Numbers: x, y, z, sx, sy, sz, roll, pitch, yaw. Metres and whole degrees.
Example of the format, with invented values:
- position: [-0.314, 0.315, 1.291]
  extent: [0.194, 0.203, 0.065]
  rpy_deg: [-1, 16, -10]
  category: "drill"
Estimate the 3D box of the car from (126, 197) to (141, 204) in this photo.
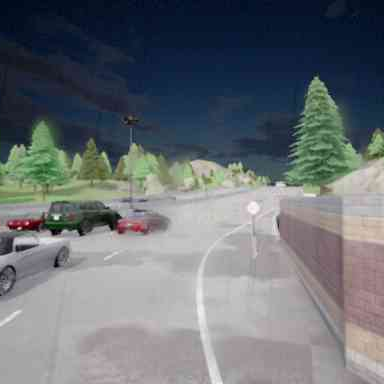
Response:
- position: [-11.632, 1.756, 71.190]
  extent: [1.812, 1.442, 4.674]
  rpy_deg: [-1, 1, 19]
  category: "car"

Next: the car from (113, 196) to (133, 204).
- position: [-14.948, 1.818, 72.309]
  extent: [2.128, 1.511, 4.902]
  rpy_deg: [-1, 1, 19]
  category: "car"

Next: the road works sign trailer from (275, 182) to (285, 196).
- position: [21.982, -0.710, 83.050]
  extent: [2.380, 3.560, 2.880]
  rpy_deg: [2, -1, 19]
  category: "road works sign trailer"

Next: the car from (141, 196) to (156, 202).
- position: [-8.317, 1.671, 70.070]
  extent: [1.837, 1.490, 4.892]
  rpy_deg: [-1, 1, 19]
  category: "car"

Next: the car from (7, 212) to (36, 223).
- position: [-9.679, 1.925, 22.119]
  extent: [1.895, 1.301, 4.718]
  rpy_deg: [-1, 0, 18]
  category: "car"

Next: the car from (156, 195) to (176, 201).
- position: [-4.995, 1.465, 68.977]
  extent: [2.097, 1.767, 4.553]
  rpy_deg: [-1, 1, 19]
  category: "car"

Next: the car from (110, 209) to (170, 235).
- position: [-2.870, 1.770, 20.412]
  extent: [1.994, 1.385, 4.181]
  rpy_deg: [-1, 0, 18]
  category: "car"

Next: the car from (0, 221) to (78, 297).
- position: [-4.977, 1.701, 8.836]
  extent: [1.895, 1.301, 4.718]
  rpy_deg: [-1, -1, 3]
  category: "car"

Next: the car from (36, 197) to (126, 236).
- position: [-6.538, 1.486, 20.510]
  extent: [2.150, 2.045, 5.566]
  rpy_deg: [-1, 0, 17]
  category: "car"
